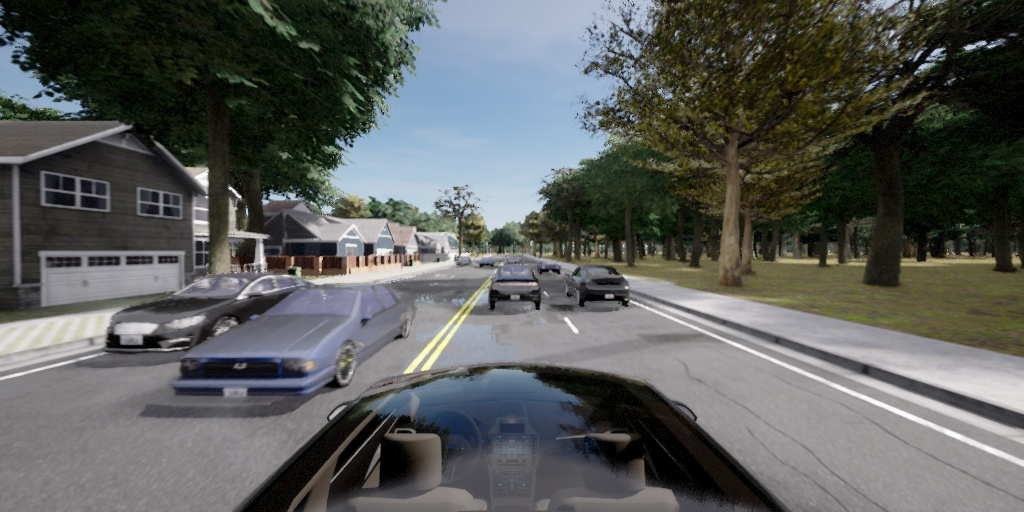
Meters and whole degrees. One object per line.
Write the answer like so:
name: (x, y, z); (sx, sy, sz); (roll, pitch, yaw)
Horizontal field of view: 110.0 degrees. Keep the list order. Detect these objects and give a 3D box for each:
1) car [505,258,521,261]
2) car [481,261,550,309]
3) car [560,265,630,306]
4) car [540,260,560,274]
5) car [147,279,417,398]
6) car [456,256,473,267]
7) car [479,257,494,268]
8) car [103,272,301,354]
car: (0.117, 0.899, 33.410); (2.128, 1.511, 4.902); (0, 1, 0)
car: (0.107, 1.109, 14.121); (2.128, 1.511, 4.902); (0, 1, 0)
car: (3.358, 1.116, 14.764); (1.837, 1.490, 4.892); (0, 1, 0)
car: (3.366, 1.006, 33.612); (1.895, 1.301, 4.718); (0, 1, 0)
car: (-3.350, 1.241, 7.004); (2.033, 1.411, 5.357); (0, 1, 0)
car: (-6.552, 0.752, 49.556); (1.812, 1.442, 4.674); (0, 1, 0)
car: (-3.308, 0.794, 47.703); (2.033, 1.411, 5.357); (0, 1, 0)
car: (-6.597, 1.167, 8.657); (2.128, 1.511, 4.902); (0, 1, 0)
